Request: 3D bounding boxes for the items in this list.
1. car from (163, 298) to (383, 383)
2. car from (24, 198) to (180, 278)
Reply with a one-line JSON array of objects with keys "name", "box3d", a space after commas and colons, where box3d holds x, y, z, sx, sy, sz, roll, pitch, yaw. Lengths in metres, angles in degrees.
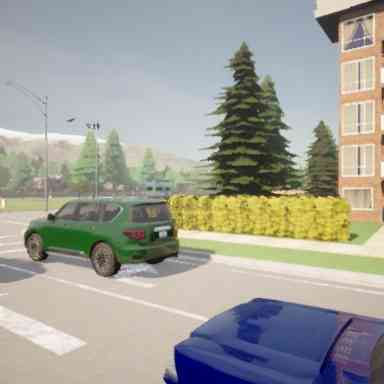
[{"name": "car", "box3d": [2.073, 1.601, 2.514, 4.718, 1.301, 1.895, 0, 0, 35]}, {"name": "car", "box3d": [-2.949, 1.202, 10.375, 5.566, 2.045, 2.150, 0, 0, 36]}]
